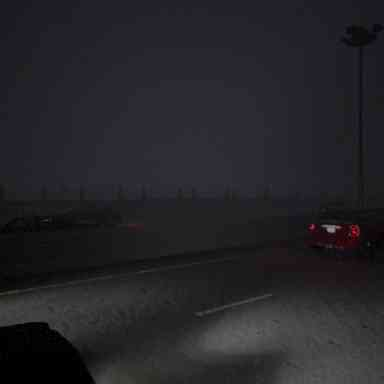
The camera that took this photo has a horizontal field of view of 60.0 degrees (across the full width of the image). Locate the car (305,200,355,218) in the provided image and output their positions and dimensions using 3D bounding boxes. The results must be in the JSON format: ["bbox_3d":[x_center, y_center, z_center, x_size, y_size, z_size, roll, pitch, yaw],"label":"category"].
[{"bbox_3d":[12.588,1.489,30.163,4.892,1.490,1.837,0,0,-35],"label":"car"}]

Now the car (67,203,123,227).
[{"bbox_3d":[-6.804,1.467,20.637,5.008,1.535,1.882,0,0,-35],"label":"car"}]

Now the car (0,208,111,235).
[{"bbox_3d":[-6.106,1.543,12.534,5.357,1.411,2.033,0,0,-36],"label":"car"}]

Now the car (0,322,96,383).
[{"bbox_3d":[-2.862,1.603,1.704,4.718,1.301,1.895,0,0,-36],"label":"car"}]

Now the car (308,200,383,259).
[{"bbox_3d":[6.523,1.337,12.702,4.553,1.767,2.097,0,0,-35],"label":"car"}]
